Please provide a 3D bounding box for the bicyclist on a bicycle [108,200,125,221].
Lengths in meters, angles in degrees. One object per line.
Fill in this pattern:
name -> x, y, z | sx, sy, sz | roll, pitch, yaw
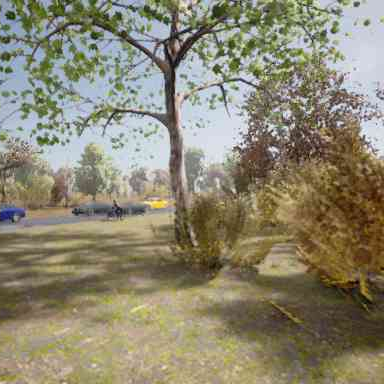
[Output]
bicyclist on a bicycle -> -5.949, 1.465, 26.086 | 1.656, 1.620, 0.582 | 0, 0, 27

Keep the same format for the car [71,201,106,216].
car -> -9.738, 1.587, 32.666 | 1.994, 1.385, 4.181 | 0, 0, 27

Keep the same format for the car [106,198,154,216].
car -> -6.033, 1.587, 32.878 | 1.994, 1.385, 4.181 | 0, 0, 27

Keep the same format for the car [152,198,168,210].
car -> -4.924, 1.519, 42.133 | 1.882, 1.535, 5.008 | 0, 0, 27

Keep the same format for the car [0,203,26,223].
car -> -14.262, 1.531, 23.725 | 1.812, 1.442, 4.674 | 0, 0, 27
